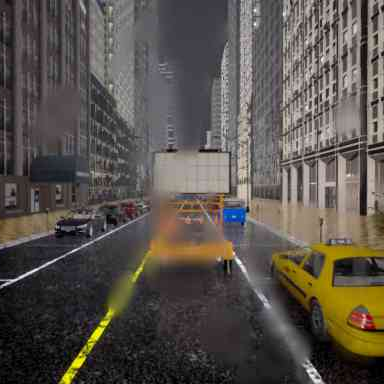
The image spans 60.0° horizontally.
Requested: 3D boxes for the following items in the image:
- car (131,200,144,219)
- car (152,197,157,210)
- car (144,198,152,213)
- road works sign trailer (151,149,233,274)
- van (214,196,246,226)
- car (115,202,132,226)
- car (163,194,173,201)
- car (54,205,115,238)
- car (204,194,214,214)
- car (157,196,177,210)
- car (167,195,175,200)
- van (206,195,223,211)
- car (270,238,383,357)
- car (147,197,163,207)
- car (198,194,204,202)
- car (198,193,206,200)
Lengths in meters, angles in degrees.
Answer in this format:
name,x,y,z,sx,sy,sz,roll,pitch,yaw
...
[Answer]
name,x,y,z,sx,sy,sz,roll,pitch,yaw
car,-5.696,1.538,28.822,1.887,1.381,4.507,-1,0,0
car,-5.695,1.573,40.190,1.802,1.307,4.206,-1,0,0
car,-5.696,1.543,34.506,2.008,1.369,4.403,-1,0,0
road works sign trailer,0.002,0.462,10.487,2.380,3.560,2.880,0,0,0
van,2.682,1.336,23.138,1.690,1.788,3.998,-1,0,0
car,-5.696,1.560,23.139,1.947,1.339,4.313,-1,0,0
car,-5.694,1.420,79.975,1.967,1.590,4.097,-1,0,0
car,-5.697,1.547,17.455,2.008,1.369,4.403,-1,0,0
car,2.682,1.307,34.506,2.192,1.841,5.009,-1,0,0
car,-2.998,1.554,42.768,1.994,1.385,4.181,0,0,0
car,-5.693,1.501,91.173,1.752,1.417,4.829,-1,0,0
van,2.683,1.332,40.189,1.690,1.788,3.998,-1,0,0
car,2.683,1.524,6.257,1.752,1.417,4.829,-1,0,0
car,-5.695,1.539,51.557,2.008,1.369,4.403,-1,0,0
car,2.687,1.535,62.923,2.008,1.369,4.403,-1,0,0
car,2.686,1.291,91.343,2.192,1.841,5.009,-1,0,0
